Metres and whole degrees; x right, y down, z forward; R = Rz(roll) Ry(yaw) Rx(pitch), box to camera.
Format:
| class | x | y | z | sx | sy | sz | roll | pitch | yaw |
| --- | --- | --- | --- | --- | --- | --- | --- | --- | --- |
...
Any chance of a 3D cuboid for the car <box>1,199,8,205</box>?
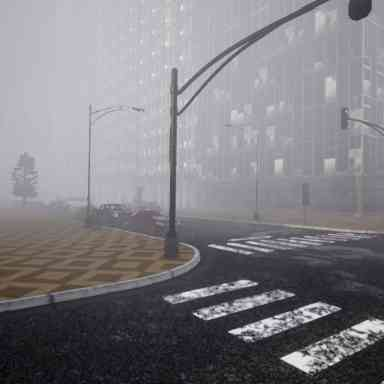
| class | x | y | z | sx | sy | sz | roll | pitch | yaw |
| --- | --- | --- | --- | --- | --- | --- | --- | --- | --- |
| car | -41.302 | 2.287 | 75.282 | 2.008 | 1.369 | 4.403 | 1 | -1 | -35 |

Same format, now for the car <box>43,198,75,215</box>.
| class | x | y | z | sx | sy | sz | roll | pitch | yaw |
| --- | --- | --- | --- | --- | --- | --- | --- | --- | --- |
| car | -15.255 | 1.739 | 38.017 | 1.967 | 1.590 | 4.097 | 1 | -1 | -35 |

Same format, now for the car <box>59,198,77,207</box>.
| class | x | y | z | sx | sy | sz | roll | pitch | yaw |
| --- | --- | --- | --- | --- | --- | --- | --- | --- | --- |
| car | -24.666 | 2.036 | 66.109 | 2.192 | 1.841 | 5.009 | 1 | -1 | -35 |

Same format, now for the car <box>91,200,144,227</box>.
| class | x | y | z | sx | sy | sz | roll | pitch | yaw |
| --- | --- | --- | --- | --- | --- | --- | --- | --- | --- |
| car | -5.487 | 1.575 | 24.042 | 1.967 | 1.590 | 4.097 | 1 | -1 | -35 |

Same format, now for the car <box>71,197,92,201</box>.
| class | x | y | z | sx | sy | sz | roll | pitch | yaw |
| --- | --- | --- | --- | --- | --- | --- | --- | --- | --- |
| car | -17.928 | 1.748 | 51.972 | 2.150 | 2.045 | 5.566 | 1 | -1 | -35 |

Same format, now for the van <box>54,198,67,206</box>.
| class | x | y | z | sx | sy | sz | roll | pitch | yaw |
| --- | --- | --- | --- | --- | --- | --- | --- | --- | --- |
| van | -27.921 | 2.117 | 70.767 | 1.690 | 1.788 | 3.998 | 1 | -1 | -35 |

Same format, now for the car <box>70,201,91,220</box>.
| class | x | y | z | sx | sy | sz | roll | pitch | yaw |
| --- | --- | --- | --- | --- | --- | --- | --- | --- | --- |
| car | -8.646 | 1.713 | 28.560 | 1.752 | 1.417 | 4.829 | 1 | -1 | -35 |

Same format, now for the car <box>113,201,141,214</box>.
| class | x | y | z | sx | sy | sz | roll | pitch | yaw |
| --- | --- | --- | --- | --- | --- | --- | --- | --- | --- |
| car | -8.483 | 1.974 | 42.954 | 1.752 | 1.417 | 4.829 | 1 | -1 | -35 |

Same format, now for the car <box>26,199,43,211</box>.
| class | x | y | z | sx | sy | sz | roll | pitch | yaw |
| --- | --- | --- | --- | --- | --- | --- | --- | --- | --- |
| car | -21.767 | 1.959 | 47.332 | 2.008 | 1.369 | 4.403 | 1 | -1 | -35 |

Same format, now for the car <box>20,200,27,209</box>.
| class | x | y | z | sx | sy | sz | roll | pitch | yaw |
| --- | --- | --- | --- | --- | --- | --- | --- | --- | --- |
| car | -25.023 | 2.029 | 51.990 | 1.947 | 1.339 | 4.313 | 1 | -1 | -35 |

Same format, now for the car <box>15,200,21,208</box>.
| class | x | y | z | sx | sy | sz | roll | pitch | yaw |
| --- | --- | --- | --- | --- | --- | --- | --- | --- | --- |
| car | -28.278 | 2.062 | 56.649 | 1.887 | 1.381 | 4.507 | 1 | -1 | -35 |

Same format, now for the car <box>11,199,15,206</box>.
| class | x | y | z | sx | sy | sz | roll | pitch | yaw |
| --- | --- | --- | --- | --- | --- | --- | --- | --- | --- |
| car | -31.535 | 2.123 | 61.307 | 2.008 | 1.369 | 4.403 | 1 | -1 | -35 |

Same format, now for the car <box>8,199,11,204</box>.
| class | x | y | z | sx | sy | sz | roll | pitch | yaw |
| --- | --- | --- | --- | --- | --- | --- | --- | --- | --- |
| car | -34.791 | 2.209 | 65.965 | 1.802 | 1.307 | 4.206 | 1 | -1 | -35 |

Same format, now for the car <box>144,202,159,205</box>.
| class | x | y | z | sx | sy | sz | roll | pitch | yaw |
| --- | --- | --- | --- | --- | --- | --- | --- | --- | --- |
| car | -5.130 | 1.833 | 38.158 | 1.967 | 1.590 | 4.097 | 1 | -1 | -35 |

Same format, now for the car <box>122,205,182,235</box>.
| class | x | y | z | sx | sy | sz | roll | pitch | yaw |
| --- | --- | --- | --- | --- | --- | --- | --- | --- | --- |
| car | -2.232 | 1.662 | 19.382 | 1.802 | 1.307 | 4.206 | 1 | -1 | -35 |
